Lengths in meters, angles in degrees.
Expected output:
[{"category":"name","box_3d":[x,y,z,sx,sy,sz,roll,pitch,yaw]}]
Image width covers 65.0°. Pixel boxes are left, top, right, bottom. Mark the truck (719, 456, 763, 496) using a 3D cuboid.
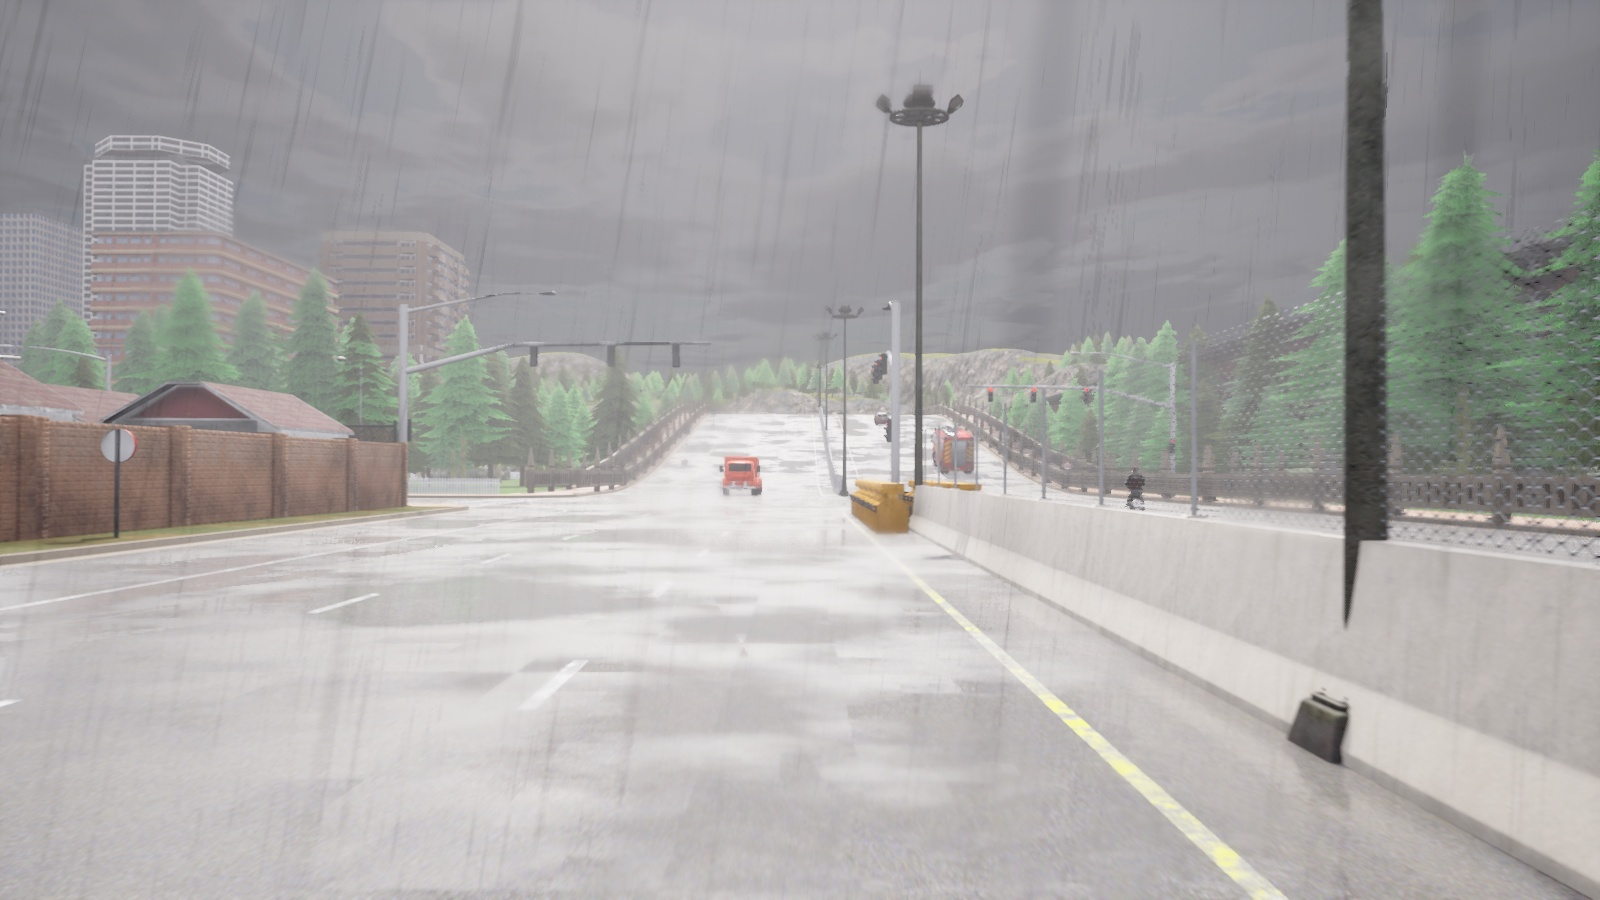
[{"category":"truck","box_3d":[-3.737,1.692,80.485,2.627,2.467,5.204,0,-1,0]}]
